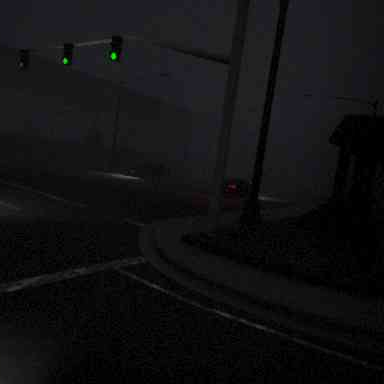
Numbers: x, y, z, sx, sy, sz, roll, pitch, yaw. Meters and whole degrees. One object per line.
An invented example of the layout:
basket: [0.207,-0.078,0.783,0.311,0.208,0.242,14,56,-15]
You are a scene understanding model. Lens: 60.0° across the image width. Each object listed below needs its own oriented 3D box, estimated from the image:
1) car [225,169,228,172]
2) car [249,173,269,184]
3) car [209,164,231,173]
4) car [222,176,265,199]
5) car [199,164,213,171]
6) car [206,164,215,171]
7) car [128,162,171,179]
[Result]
car: [6.947,-5.998,83.776,4.536,1.218,1.853,5,6,-25]
car: [10.446,-2.266,52.318,2.097,1.767,4.553,12,7,37]
car: [6.972,-5.839,83.814,4.974,1.542,2.038,5,6,-25]
car: [3.576,-0.353,25.853,1.812,1.442,4.674,12,7,36]
car: [1.602,-5.885,75.327,4.536,1.218,1.853,7,6,-10]
car: [4.404,-5.876,79.086,1.853,1.218,4.536,8,6,0]
car: [-4.115,-2.178,33.002,1.837,1.490,4.892,12,7,36]
